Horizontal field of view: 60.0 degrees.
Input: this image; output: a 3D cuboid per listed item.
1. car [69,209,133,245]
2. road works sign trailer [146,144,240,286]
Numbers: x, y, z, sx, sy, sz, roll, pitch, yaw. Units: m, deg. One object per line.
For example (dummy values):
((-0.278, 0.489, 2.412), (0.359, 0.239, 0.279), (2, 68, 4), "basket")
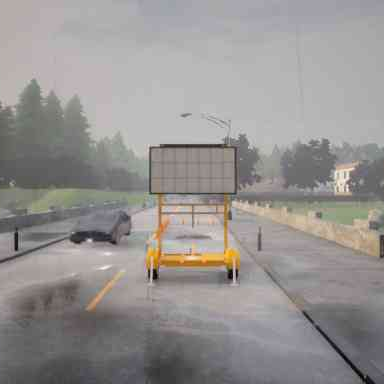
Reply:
((-4.056, 1.547, 15.838), (2.033, 1.411, 5.357), (0, 0, 0), "car")
((0.026, 0.464, 9.353), (2.380, 3.560, 2.880), (0, 0, 0), "road works sign trailer")
